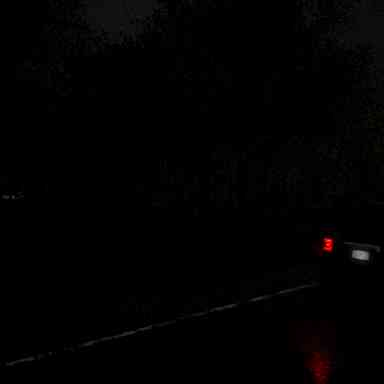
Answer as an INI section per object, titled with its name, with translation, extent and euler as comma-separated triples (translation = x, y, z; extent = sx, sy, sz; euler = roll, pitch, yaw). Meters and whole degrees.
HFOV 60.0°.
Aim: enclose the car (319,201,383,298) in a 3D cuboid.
[car]
translation = 5.172, 1.221, 7.416
extent = 5.566, 2.045, 2.150
euler = 0, 0, -35
